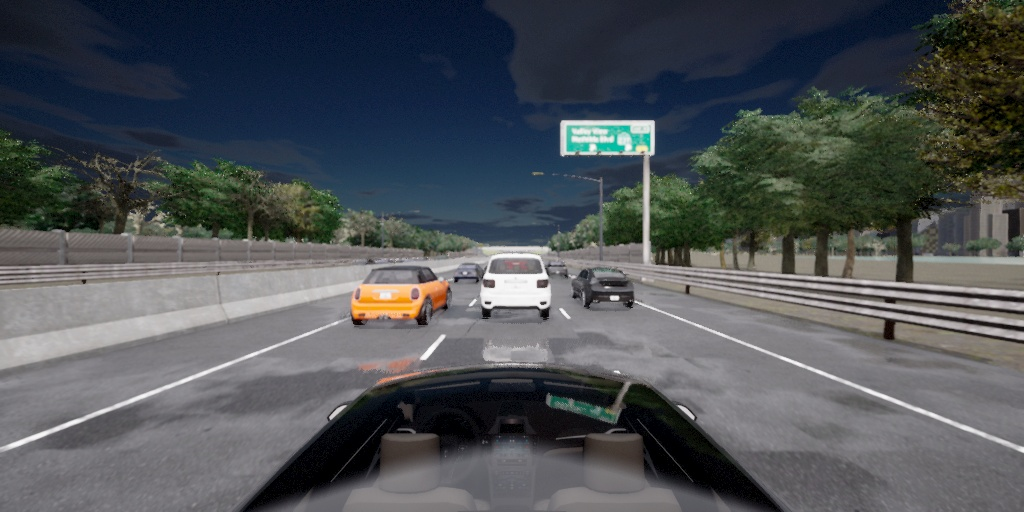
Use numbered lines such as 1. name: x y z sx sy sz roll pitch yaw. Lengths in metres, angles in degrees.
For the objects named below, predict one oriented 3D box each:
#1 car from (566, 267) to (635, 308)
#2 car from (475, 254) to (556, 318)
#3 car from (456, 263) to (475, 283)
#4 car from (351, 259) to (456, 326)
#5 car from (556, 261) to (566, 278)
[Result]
1. car: 3.677 1.234 15.156 1.837 1.490 4.892 0 0 1
2. car: 0.147 0.955 12.976 2.150 2.045 5.566 0 0 1
3. car: -3.215 1.242 27.468 2.033 1.411 5.357 0 0 1
4. car: -3.370 1.085 11.772 2.097 1.767 4.553 0 0 1
5. car: 3.863 1.176 32.299 2.128 1.511 4.902 0 0 1
